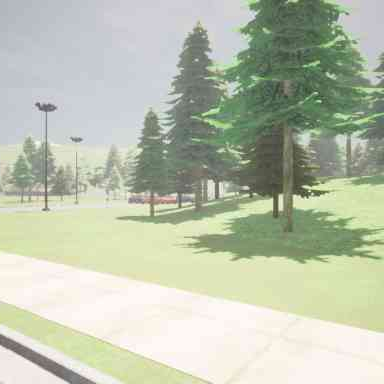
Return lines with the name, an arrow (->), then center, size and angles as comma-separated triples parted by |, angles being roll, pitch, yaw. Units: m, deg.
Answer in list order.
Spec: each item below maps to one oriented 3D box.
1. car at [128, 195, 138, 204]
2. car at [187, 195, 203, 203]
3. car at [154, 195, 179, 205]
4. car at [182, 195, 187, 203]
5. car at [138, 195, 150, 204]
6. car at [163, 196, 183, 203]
car -> -9.990, 1.352, 63.696 | 2.097, 1.767, 4.553 | 0, 0, 37
car -> 1.508, 1.564, 67.708 | 1.994, 1.385, 4.181 | 0, 0, 36
car -> -4.528, 1.352, 59.385 | 2.097, 1.767, 4.553 | 0, 0, 37
car -> -1.579, 1.352, 69.418 | 2.097, 1.767, 4.553 | 0, 0, 36
car -> -7.229, 1.352, 61.621 | 2.097, 1.767, 4.553 | 0, 0, 37
car -> -4.092, 1.554, 71.889 | 1.994, 1.385, 4.181 | 0, 0, 36
